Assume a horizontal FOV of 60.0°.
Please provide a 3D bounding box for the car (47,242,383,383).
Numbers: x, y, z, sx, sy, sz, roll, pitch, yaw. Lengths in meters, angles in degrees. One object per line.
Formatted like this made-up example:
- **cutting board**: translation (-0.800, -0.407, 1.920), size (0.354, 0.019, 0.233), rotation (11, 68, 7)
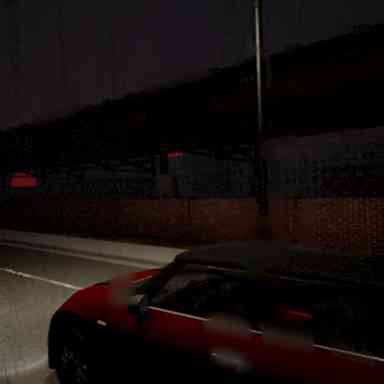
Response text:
- **car**: translation (0.417, 1.369, 3.695), size (4.553, 1.767, 2.097), rotation (-1, 0, 35)
